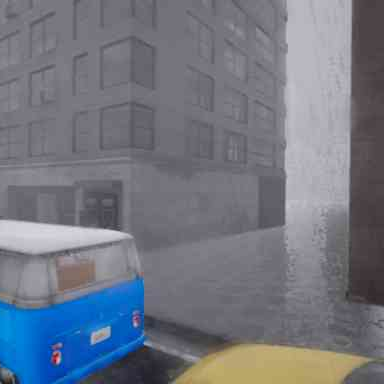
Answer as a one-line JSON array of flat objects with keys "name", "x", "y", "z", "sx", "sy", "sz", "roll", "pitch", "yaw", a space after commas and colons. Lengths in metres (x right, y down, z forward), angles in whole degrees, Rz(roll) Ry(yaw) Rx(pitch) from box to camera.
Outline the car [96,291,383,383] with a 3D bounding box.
[{"name": "car", "x": 1.827, "y": 1.525, "z": 1.648, "sx": 4.829, "sy": 1.417, "sz": 1.752, "roll": 0, "pitch": 1, "yaw": 36}]

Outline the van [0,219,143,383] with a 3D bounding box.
[{"name": "van", "x": -2.516, "y": 1.344, "z": 4.745, "sx": 3.998, "sy": 1.788, "sz": 1.690, "roll": 0, "pitch": 1, "yaw": 36}]
